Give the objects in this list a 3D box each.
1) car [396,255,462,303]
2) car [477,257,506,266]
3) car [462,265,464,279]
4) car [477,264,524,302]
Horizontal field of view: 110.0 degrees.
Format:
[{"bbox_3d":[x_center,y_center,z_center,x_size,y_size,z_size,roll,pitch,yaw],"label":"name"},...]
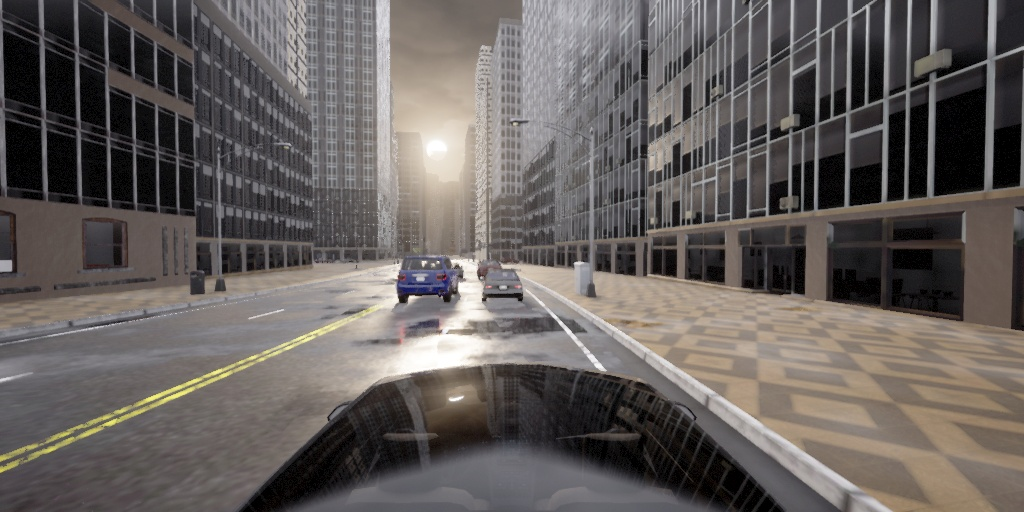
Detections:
[{"bbox_3d":[-3.759,0.996,16.695,2.150,2.045,5.566,0,0,-4],"label":"car"},{"bbox_3d":[-2.042,1.080,32.100,2.097,1.767,4.553,0,0,-8],"label":"car"},{"bbox_3d":[-5.267,1.294,31.699,1.994,1.385,4.181,0,0,-8],"label":"car"},{"bbox_3d":[-0.514,1.298,16.884,2.033,1.411,5.357,0,0,-4],"label":"car"}]
